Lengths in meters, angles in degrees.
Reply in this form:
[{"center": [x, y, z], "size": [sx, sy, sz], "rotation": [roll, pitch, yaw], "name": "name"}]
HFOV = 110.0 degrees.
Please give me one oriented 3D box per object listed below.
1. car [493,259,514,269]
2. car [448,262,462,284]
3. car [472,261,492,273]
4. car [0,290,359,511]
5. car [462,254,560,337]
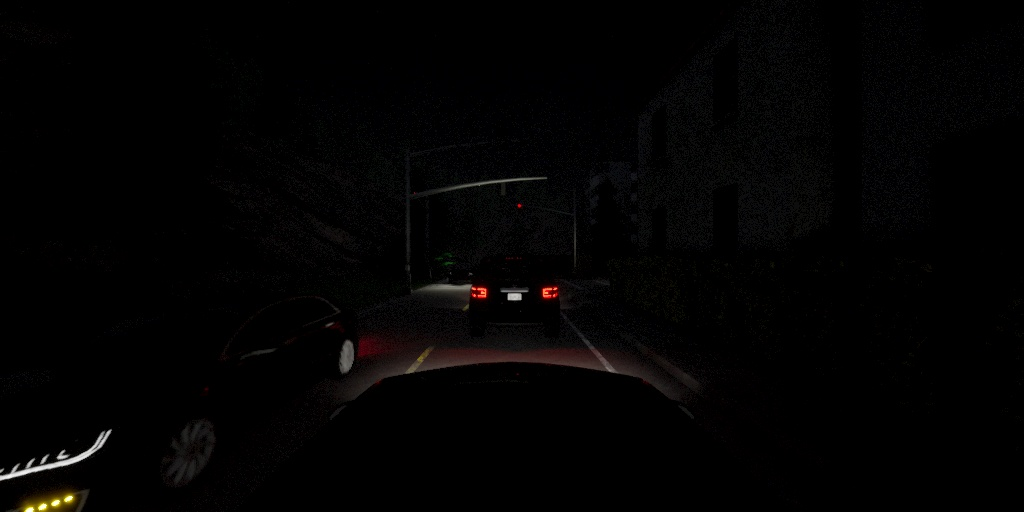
[{"center": [-1.406, 1.275, 59.550], "size": [1.812, 1.442, 4.674], "rotation": [0, 0, 21], "name": "car"}, {"center": [-3.643, 1.227, 27.633], "size": [1.882, 1.535, 5.008], "rotation": [0, 0, 0], "name": "car"}, {"center": [-3.572, 1.350, 43.614], "size": [1.895, 1.301, 4.718], "rotation": [0, 0, 1], "name": "car"}, {"center": [-3.605, 1.255, 4.488], "size": [1.837, 1.490, 4.892], "rotation": [0, 0, 0], "name": "car"}, {"center": [0.063, 0.971, 10.403], "size": [2.150, 2.045, 5.566], "rotation": [0, 0, 0], "name": "car"}]
